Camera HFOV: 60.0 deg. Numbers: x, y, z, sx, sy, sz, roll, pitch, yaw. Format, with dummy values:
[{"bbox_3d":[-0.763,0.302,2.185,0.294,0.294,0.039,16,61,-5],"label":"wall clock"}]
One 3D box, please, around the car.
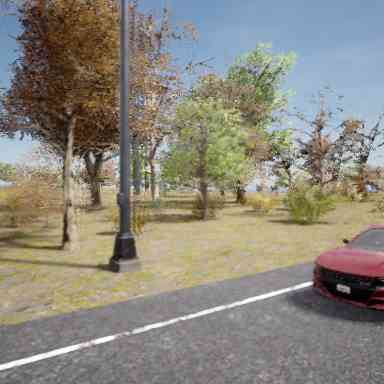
[{"bbox_3d":[4.746,1.476,7.511,5.008,1.535,1.882,0,0,-37],"label":"car"}]
